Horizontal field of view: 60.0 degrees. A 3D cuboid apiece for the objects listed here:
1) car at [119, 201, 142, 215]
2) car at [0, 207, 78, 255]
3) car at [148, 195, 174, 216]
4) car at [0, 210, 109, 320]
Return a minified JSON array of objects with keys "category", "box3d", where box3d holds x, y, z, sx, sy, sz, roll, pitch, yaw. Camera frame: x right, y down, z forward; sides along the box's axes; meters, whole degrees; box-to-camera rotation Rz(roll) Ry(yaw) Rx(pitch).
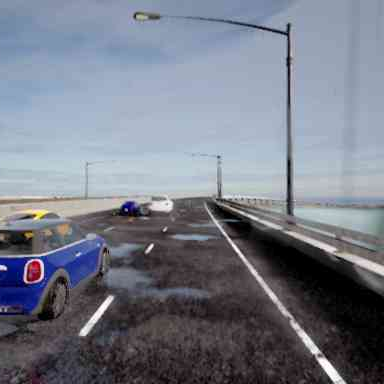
[{"category":"car","box3d":[-6.654,1.656,36.176,1.812,1.442,4.674,0,0,1]},{"category":"car","box3d":[-6.854,1.530,14.673,1.882,1.535,5.008,0,0,0]},{"category":"car","box3d":[-3.175,1.345,34.635,2.150,2.045,5.566,0,0,1]},{"category":"car","box3d":[-3.384,1.379,7.544,2.097,1.767,4.553,0,0,0]}]
